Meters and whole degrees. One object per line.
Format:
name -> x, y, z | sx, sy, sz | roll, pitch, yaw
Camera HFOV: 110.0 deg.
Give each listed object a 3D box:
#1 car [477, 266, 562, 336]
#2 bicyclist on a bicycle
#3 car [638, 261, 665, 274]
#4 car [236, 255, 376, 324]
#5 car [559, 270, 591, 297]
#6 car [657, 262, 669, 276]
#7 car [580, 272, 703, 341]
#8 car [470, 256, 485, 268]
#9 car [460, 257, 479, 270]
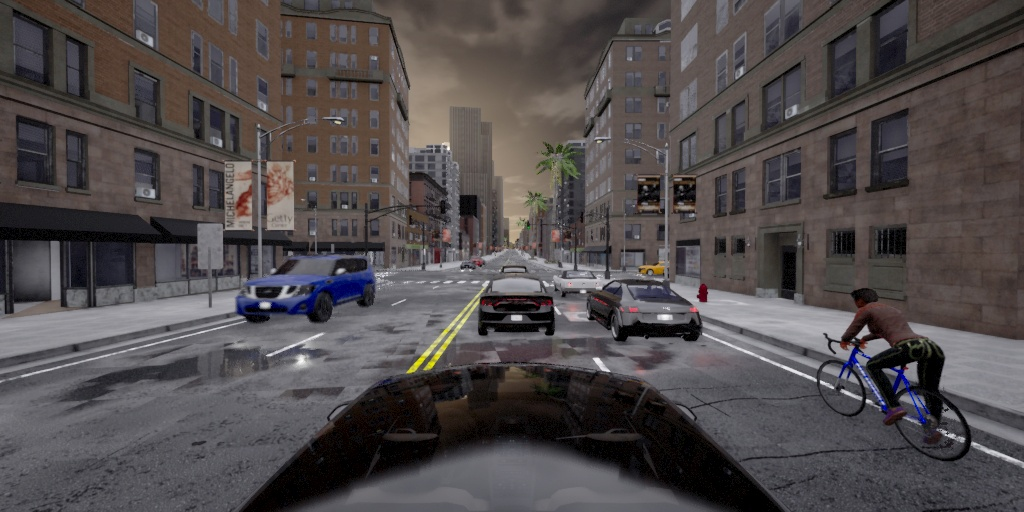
car -> 0.111, 1.225, 10.460 | 1.882, 1.535, 5.008 | 0, 0, 0
bicyclist on a bicycle -> 4.148, 1.202, 4.060 | 0.582, 1.620, 1.656 | 0, 0, 0
car -> 16.374, 1.335, 39.186 | 5.008, 1.535, 1.882 | 0, 1, 0
car -> -6.599, 0.970, 12.375 | 2.150, 2.045, 5.566 | 0, 0, 0
car -> 3.272, 1.346, 18.667 | 1.895, 1.301, 4.718 | 0, 0, 0
car -> 16.250, 1.508, 33.243 | 4.313, 1.339, 1.948 | 0, 0, 0
car -> 3.348, 1.312, 9.853 | 1.994, 1.385, 4.181 | 0, 0, 0
car -> -6.485, 0.949, 63.447 | 2.150, 2.045, 5.566 | 0, 1, 0
car -> -6.525, 1.301, 53.681 | 1.994, 1.385, 4.181 | 0, 0, 0
